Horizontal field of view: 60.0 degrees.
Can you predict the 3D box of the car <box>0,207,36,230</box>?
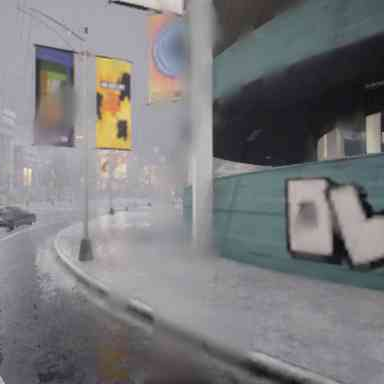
[{"bbox_3d":[-11.919,1.652,21.633,2.033,1.411,5.357,0,0,-7],"label":"car"}]
